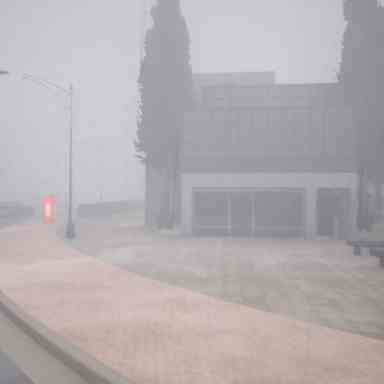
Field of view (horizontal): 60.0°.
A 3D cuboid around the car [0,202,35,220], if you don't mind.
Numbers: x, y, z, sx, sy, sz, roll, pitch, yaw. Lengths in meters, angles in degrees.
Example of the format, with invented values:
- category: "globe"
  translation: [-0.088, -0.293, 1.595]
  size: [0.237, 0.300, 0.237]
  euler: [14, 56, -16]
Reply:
- category: "car"
  translation: [-15.556, 1.626, 29.299]
  size: [2.128, 1.511, 4.902]
  euler: [0, 0, -3]

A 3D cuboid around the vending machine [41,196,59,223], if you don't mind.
- category: "vending machine"
  translation: [-11.156, 1.329, 26.107]
  size: [1.100, 2.100, 0.880]
  euler: [0, 0, -8]
